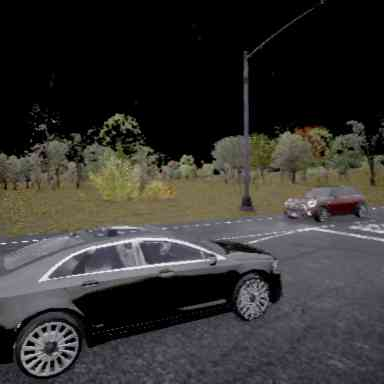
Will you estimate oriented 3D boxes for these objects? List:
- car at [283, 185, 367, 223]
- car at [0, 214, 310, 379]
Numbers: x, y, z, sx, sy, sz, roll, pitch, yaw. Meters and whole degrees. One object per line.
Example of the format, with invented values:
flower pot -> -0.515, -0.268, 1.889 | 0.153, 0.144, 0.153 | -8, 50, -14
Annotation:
car -> 6.951, 0.466, 17.363 | 4.553, 1.767, 2.097 | -2, 3, -29
car -> -0.796, 1.277, 5.159 | 4.902, 1.511, 2.128 | -3, 3, -29
